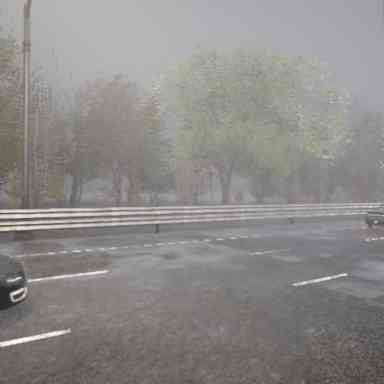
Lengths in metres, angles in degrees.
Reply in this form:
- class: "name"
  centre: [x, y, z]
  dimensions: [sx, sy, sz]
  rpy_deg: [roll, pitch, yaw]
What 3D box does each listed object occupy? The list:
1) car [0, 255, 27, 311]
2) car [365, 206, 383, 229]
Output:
- class: "car"
  centre: [-5.326, 1.433, 5.252]
  dimensions: [4.892, 1.490, 1.837]
  rpy_deg: [1, 0, -32]
- class: "car"
  centre: [12.762, 1.565, 20.602]
  dimensions: [4.902, 1.511, 2.128]
  rpy_deg: [1, 0, -32]
